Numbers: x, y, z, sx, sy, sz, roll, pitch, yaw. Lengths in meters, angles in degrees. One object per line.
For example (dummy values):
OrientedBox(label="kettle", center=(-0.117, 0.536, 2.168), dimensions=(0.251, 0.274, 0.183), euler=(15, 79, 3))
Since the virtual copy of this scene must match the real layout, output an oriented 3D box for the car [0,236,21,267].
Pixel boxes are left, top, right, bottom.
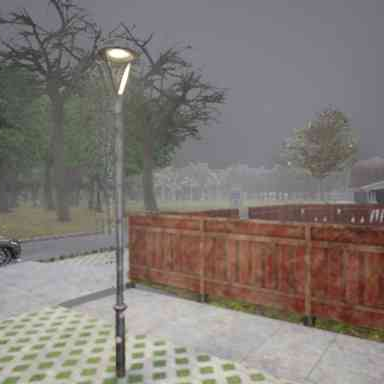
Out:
OrientedBox(label="car", center=(-7.579, 1.665, 9.725), dimensions=(1.812, 1.442, 4.674), euler=(-2, -2, 41))
